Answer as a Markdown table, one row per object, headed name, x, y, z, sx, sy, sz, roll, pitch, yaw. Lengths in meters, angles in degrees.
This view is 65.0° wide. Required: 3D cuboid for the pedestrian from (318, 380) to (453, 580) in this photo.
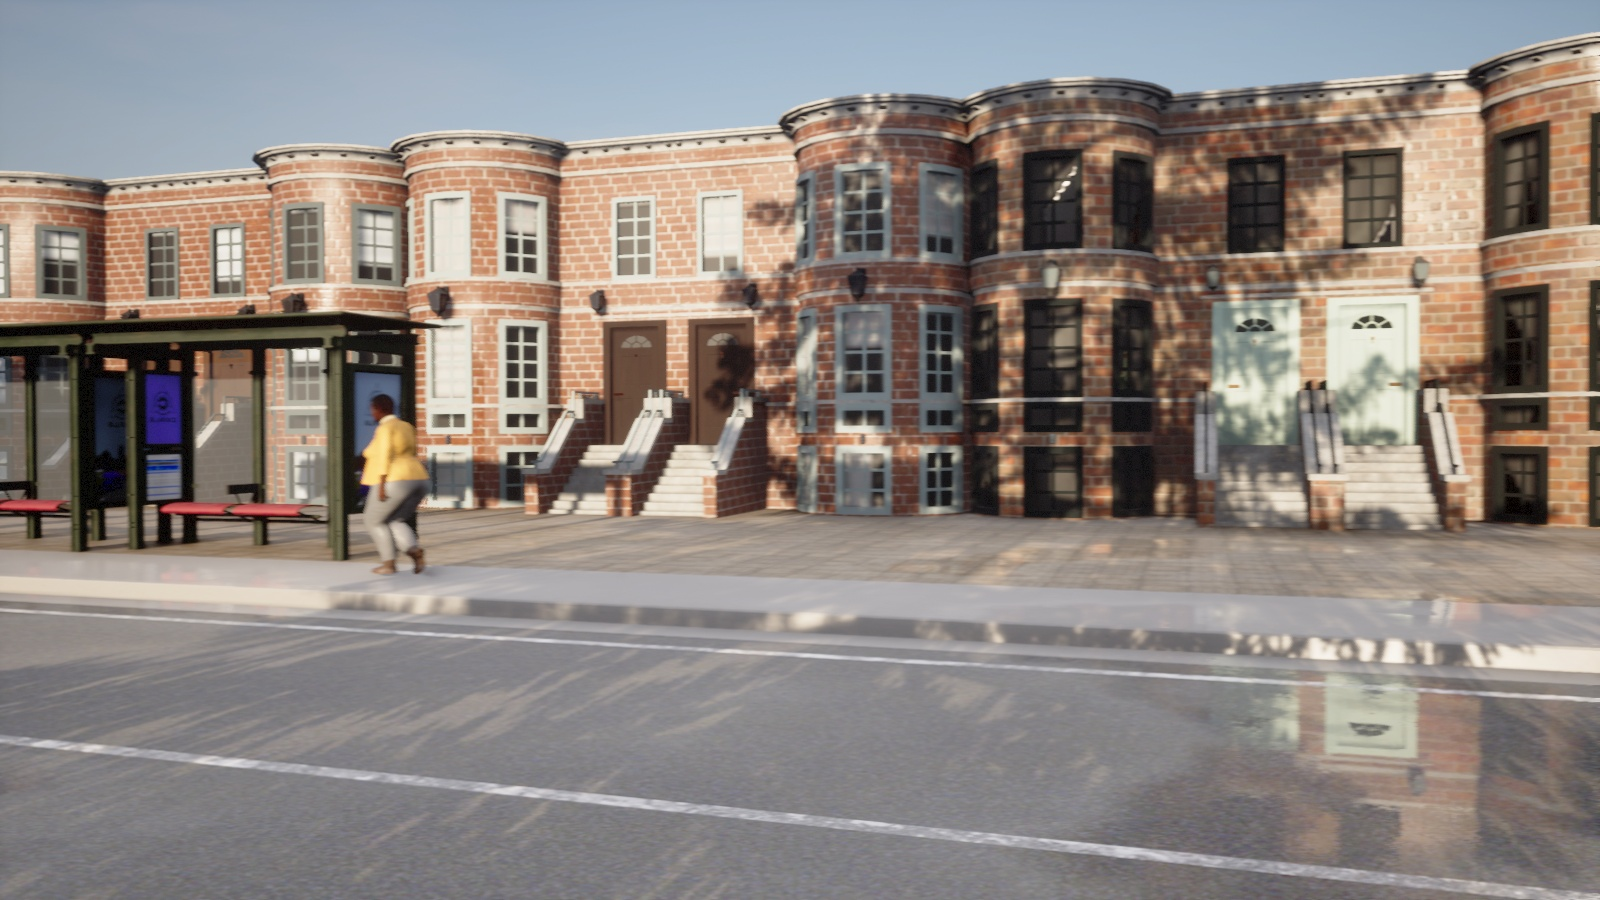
| name | x | y | z | sx | sy | sz | roll | pitch | yaw |
| --- | --- | --- | --- | --- | --- | --- | --- | --- | --- |
| pedestrian | -4.007 | 0.265 | 12.192 | 0.900 | 1.855 | 0.874 | 1 | 1 | 18 |
